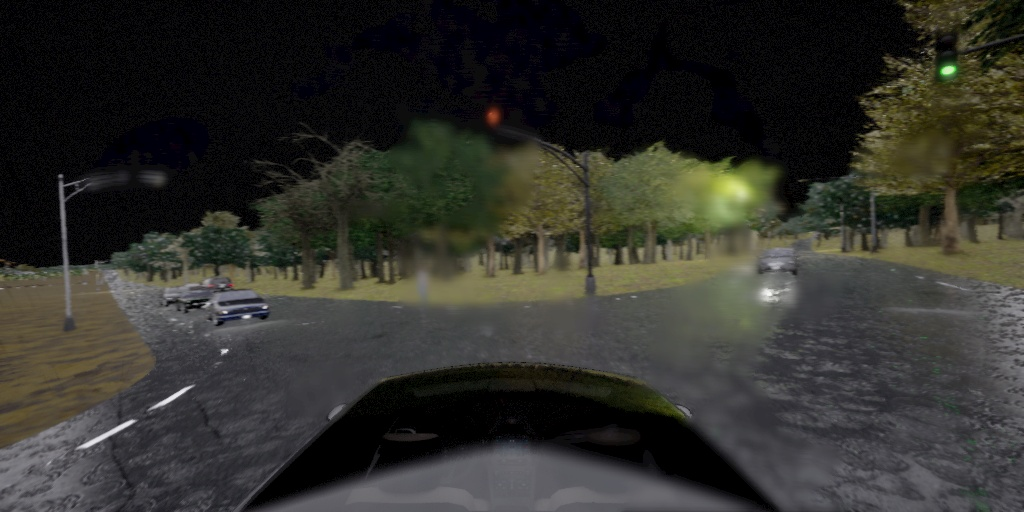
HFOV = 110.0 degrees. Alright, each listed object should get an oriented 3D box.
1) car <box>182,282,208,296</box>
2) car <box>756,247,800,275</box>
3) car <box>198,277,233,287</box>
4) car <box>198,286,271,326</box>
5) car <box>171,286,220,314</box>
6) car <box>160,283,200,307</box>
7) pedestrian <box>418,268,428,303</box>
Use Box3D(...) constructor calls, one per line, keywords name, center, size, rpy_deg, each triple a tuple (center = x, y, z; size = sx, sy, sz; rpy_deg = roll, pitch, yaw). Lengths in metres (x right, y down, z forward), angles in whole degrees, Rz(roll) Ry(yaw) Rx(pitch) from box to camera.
Box3D(name="car", center=(-40.929, 4.251, 46.255), size=(5.008, 1.535, 1.882), rpy_deg=(-4, 0, 41))
Box3D(name="car", center=(16.355, 0.328, 22.073), size=(2.128, 1.511, 4.902), rpy_deg=(-2, 1, 38))
Box3D(name="car", center=(-31.009, 3.306, 37.613), size=(5.566, 2.045, 2.150), rpy_deg=(-5, -1, 41))
Box3D(name="car", center=(-12.904, 2.277, 16.756), size=(2.033, 1.411, 5.357), rpy_deg=(-4, -1, -45))
Box3D(name="car", center=(-20.357, 2.892, 23.302), size=(4.718, 1.301, 1.895), rpy_deg=(-4, 0, 41))
Box3D(name="car", center=(-27.975, 3.354, 30.036), size=(4.892, 1.490, 1.837), rpy_deg=(-4, 0, 41))
Box3D(name="pedestrian", center=(-4.530, 1.450, 18.399), size=(0.375, 1.860, 0.375), rpy_deg=(-2, 3, 41))
